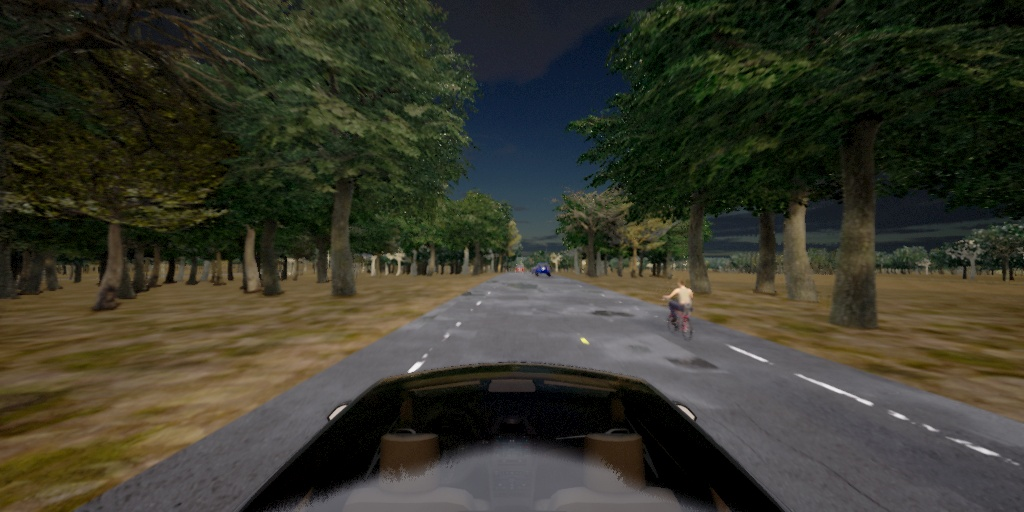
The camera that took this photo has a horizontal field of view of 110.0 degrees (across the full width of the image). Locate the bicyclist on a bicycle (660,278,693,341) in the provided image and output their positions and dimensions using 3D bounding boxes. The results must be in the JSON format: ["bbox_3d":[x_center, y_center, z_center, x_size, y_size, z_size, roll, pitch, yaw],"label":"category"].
[{"bbox_3d":[4.541,1.395,9.733,0.866,1.612,1.509,1,-1,2],"label":"bicyclist on a bicycle"}]

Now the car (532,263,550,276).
[{"bbox_3d":[4.763,2.120,56.204,2.150,2.045,5.566,1,-2,1],"label":"car"}]
